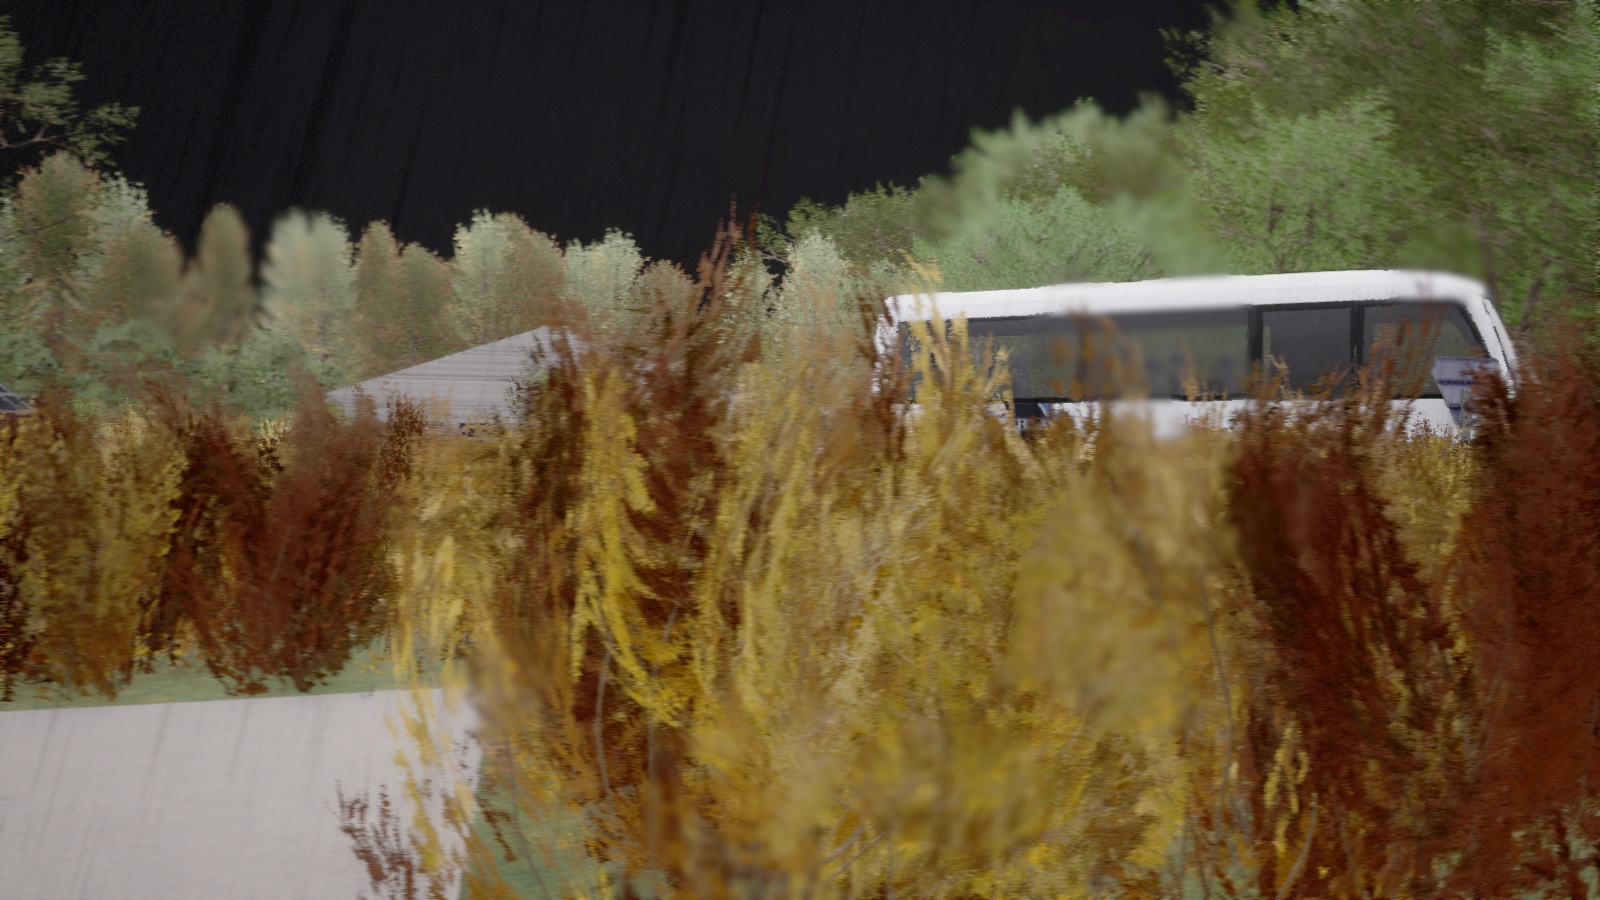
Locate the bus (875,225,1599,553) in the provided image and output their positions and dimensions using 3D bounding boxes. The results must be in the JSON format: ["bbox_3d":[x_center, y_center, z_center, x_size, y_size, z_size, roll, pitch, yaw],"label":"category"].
[{"bbox_3d":[6.757,-0.750,20.291,10.273,4.253,3.944,-1,1,27],"label":"bus"}]
